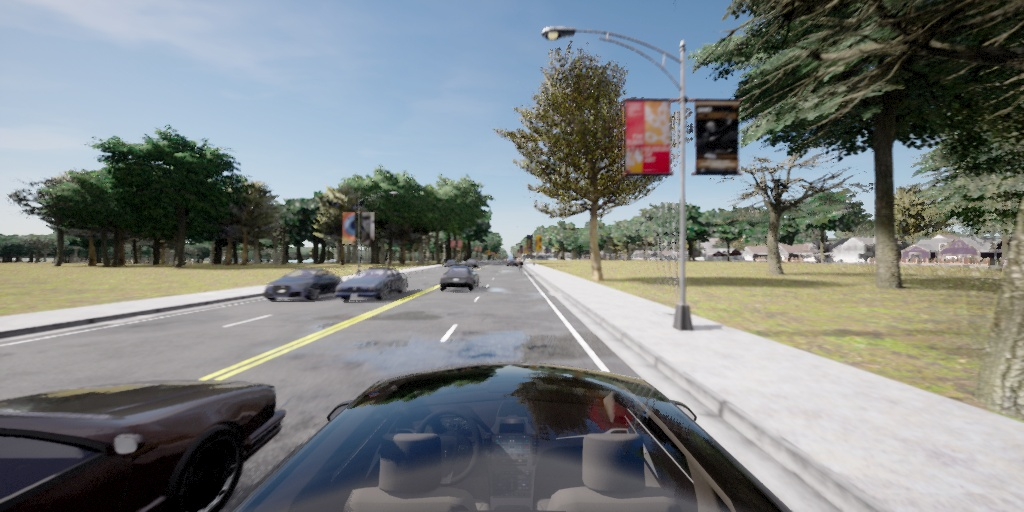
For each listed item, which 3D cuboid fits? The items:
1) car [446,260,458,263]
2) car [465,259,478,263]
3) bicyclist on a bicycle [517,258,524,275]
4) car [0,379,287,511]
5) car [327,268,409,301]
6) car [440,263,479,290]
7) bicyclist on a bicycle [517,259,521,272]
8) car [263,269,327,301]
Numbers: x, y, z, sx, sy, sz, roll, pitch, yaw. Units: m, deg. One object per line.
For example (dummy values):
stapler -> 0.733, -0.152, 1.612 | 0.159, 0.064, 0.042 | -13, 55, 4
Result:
car -> -9.819, 1.324, 58.607 | 1.994, 1.385, 4.181 | 0, 0, 1
car -> -6.571, 1.239, 58.578 | 1.882, 1.535, 5.008 | 0, 0, 1
bicyclist on a bicycle -> 0.880, 1.119, 36.540 | 0.659, 1.776, 1.843 | 0, 0, 0
car -> -3.149, 1.297, 1.054 | 2.033, 1.411, 5.357 | 0, 0, 0
car -> -6.606, 1.295, 17.642 | 2.033, 1.411, 5.357 | 0, 0, 0
car -> -3.158, 1.311, 22.235 | 1.994, 1.385, 4.181 | 0, 0, 0
bicyclist on a bicycle -> 0.877, 1.206, 45.721 | 0.582, 1.620, 1.656 | 0, 0, 0
car -> -9.854, 1.312, 17.325 | 1.994, 1.385, 4.181 | 0, 0, 0
